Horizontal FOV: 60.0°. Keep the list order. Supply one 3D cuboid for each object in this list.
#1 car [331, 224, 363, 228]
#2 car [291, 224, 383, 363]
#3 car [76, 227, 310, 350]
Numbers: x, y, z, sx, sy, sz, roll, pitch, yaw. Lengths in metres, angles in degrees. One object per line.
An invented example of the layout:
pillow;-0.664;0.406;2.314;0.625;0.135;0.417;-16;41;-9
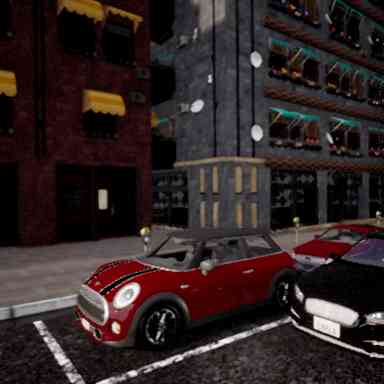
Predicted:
car;4.532;1.585;9.393;4.206;1.307;1.802;0;-1;-36
car;3.747;1.493;5.776;4.902;1.511;2.128;0;0;-36
car;0.030;1.446;6.149;4.097;1.590;1.967;0;-1;-36
